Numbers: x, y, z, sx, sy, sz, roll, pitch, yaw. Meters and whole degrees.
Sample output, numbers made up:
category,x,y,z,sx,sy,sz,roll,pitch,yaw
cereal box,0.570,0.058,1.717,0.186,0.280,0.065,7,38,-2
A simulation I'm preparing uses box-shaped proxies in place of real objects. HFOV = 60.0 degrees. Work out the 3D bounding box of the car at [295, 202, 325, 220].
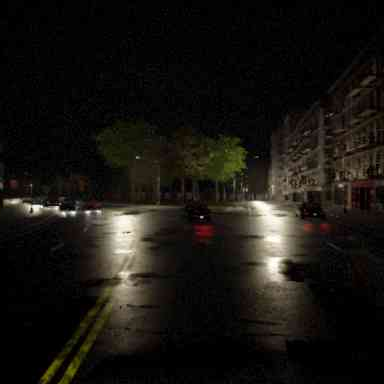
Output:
category,x,y,z,sx,sy,sz,roll,pitch,yaw
car,9.988,1.573,28.276,1.812,1.442,4.674,-1,0,9

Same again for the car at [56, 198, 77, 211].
category,x,y,z,sx,sy,sz,roll,pitch,yaw
car,-17.575,1.967,46.941,1.994,1.385,4.181,-1,0,-27

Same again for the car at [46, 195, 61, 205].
category,x,y,z,sx,sy,sz,roll,pitch,yaw
car,-31.384,1.823,75.114,2.150,2.045,5.566,-1,0,-33

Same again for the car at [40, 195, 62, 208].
category,x,y,z,sx,sy,sz,roll,pitch,yaw
car,-25.551,1.875,60.288,2.097,1.767,4.553,-1,0,-33

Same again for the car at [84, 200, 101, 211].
category,x,y,z,sx,sy,sz,roll,pitch,yaw
car,-14.552,1.868,48.258,1.812,1.442,4.674,-1,0,-26

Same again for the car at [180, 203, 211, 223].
category,x,y,z,sx,sy,sz,roll,pitch,yaw
car,0.231,1.646,27.354,1.837,1.490,4.892,0,0,-12

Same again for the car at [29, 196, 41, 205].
category,x,y,z,sx,sy,sz,roll,pitch,yaw
car,-34.126,2.239,73.379,1.895,1.301,4.718,-1,0,-33
